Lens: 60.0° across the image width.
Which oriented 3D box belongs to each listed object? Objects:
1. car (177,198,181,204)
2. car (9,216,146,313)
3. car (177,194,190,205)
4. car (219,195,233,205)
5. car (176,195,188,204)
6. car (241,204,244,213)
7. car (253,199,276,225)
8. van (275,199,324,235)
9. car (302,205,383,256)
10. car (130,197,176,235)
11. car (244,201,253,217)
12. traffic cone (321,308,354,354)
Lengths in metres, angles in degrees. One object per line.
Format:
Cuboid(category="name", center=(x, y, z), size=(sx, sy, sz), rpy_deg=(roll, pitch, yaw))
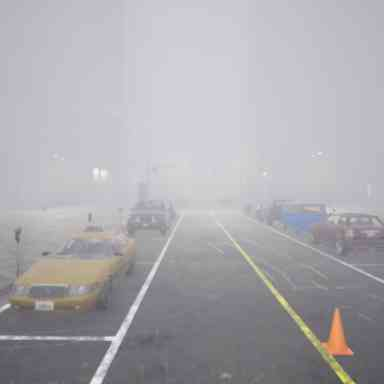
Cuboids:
Cuboid(category="car", center=(-2.233, 1.578, 29.899), size=(1.752, 1.417, 4.829), rpy_deg=(0, 0, 0))
Cuboid(category="car", center=(-2.375, 1.527, 7.801), size=(1.752, 1.417, 4.829), rpy_deg=(0, 0, 0))
Cuboid(category="car", center=(-2.028, 1.463, 62.634), size=(2.192, 1.841, 5.009), rpy_deg=(0, 0, 0))
Cuboid(category="car", center=(6.496, 1.518, 62.571), size=(2.192, 1.841, 5.009), rpy_deg=(0, 0, 0))
Cuboid(category="car", center=(-1.993, 1.482, 68.277), size=(2.192, 1.841, 5.009), rpy_deg=(0, 0, 0))
Cuboid(category="car", center=(6.328, 1.668, 35.530), size=(1.887, 1.381, 4.507), rpy_deg=(0, 0, 0))
Cuboid(category="car", center=(6.262, 1.410, 24.480), size=(2.192, 1.841, 5.009), rpy_deg=(0, 0, 0))
Cuboid(category="van", center=(6.229, 1.423, 18.954), size=(1.690, 1.788, 3.998), rpy_deg=(0, 0, 0))
Cuboid(category="car", center=(6.195, 1.510, 13.430), size=(1.967, 1.590, 4.097), rpy_deg=(0, 0, 0))
Cuboid(category="car", center=(-2.302, 1.342, 19.021), size=(2.192, 1.841, 5.009), rpy_deg=(0, 0, 0))
Cuboid(category="car", center=(6.295, 1.659, 30.005), size=(2.008, 1.369, 4.403), rpy_deg=(0, 0, 0))
Cuboid(category="traffic cone", center=(2.099, 1.980, 4.819), size=(0.340, 0.580, 0.340), rpy_deg=(0, 0, 0))
